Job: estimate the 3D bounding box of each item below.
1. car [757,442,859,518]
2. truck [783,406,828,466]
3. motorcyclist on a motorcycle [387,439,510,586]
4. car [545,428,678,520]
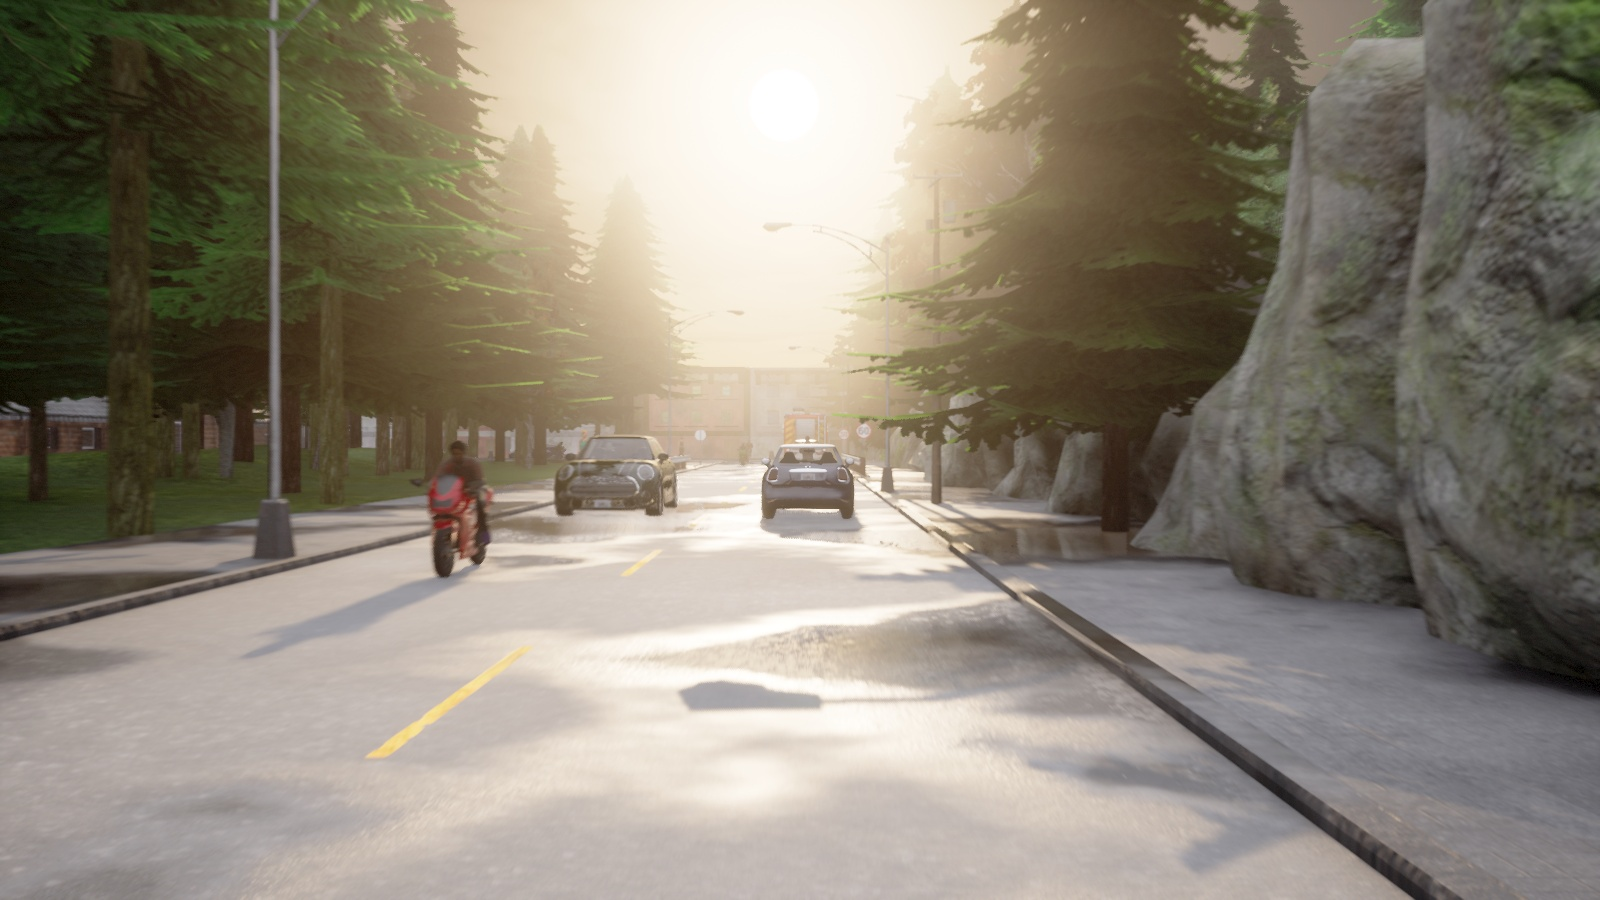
[{"bbox_3d":[0.164,0.562,26.254,1.970,1.475,3.806,0,0,0],"label":"car"},{"bbox_3d":[0.353,-0.901,84.352,2.891,3.827,8.468,0,0,0],"label":"truck"},{"bbox_3d":[-3.905,0.644,14.115,0.797,1.523,2.044,0,1,0],"label":"motorcyclist on a motorcycle"},{"bbox_3d":[-3.835,0.452,26.351,2.097,1.767,4.553,0,0,0],"label":"car"}]
